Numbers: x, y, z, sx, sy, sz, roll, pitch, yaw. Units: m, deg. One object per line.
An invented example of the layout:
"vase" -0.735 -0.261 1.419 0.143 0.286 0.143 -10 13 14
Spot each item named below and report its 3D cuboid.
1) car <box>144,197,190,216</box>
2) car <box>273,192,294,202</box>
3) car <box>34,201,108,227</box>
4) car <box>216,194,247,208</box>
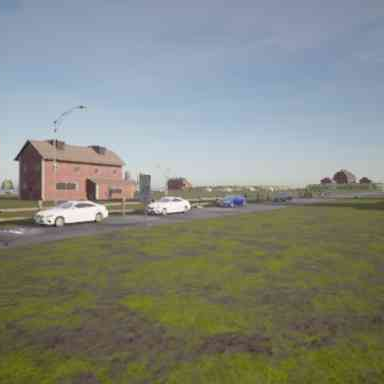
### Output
"car" -2.008 1.151 28.327 1.812 1.442 4.674 1 1 36
"car" 13.874 0.763 50.058 1.837 1.490 4.892 1 1 36
"car" -7.417 1.287 20.813 1.812 1.442 4.674 1 1 35
"car" 4.502 0.986 37.296 1.812 1.442 4.674 1 1 36
